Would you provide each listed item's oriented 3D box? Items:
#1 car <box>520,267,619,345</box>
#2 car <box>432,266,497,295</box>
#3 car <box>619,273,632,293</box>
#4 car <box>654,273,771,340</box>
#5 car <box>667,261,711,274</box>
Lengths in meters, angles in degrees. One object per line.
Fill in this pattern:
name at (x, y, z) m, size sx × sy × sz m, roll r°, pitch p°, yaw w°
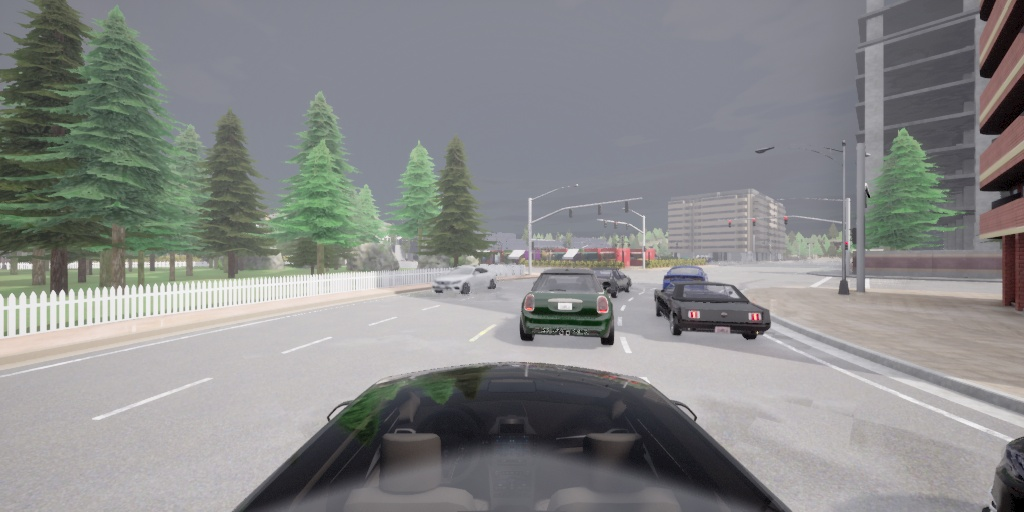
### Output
car at (1.598, 1.102, 9.792) m, size 2.097 × 1.767 × 4.553 m, roll 0°, pitch 0°, yaw 12°
car at (-2.478, 1.275, 19.956) m, size 1.812 × 1.442 × 4.674 m, roll 0°, pitch 0°, yaw 25°
car at (4.827, 1.297, 18.552) m, size 2.033 × 1.411 × 5.357 m, roll 0°, pitch 0°, yaw 29°
car at (5.227, 1.351, 10.092) m, size 1.895 × 1.301 × 4.718 m, roll 0°, pitch 0°, yaw 14°
car at (9.082, 1.228, 18.605) m, size 1.882 × 1.535 × 5.008 m, roll 0°, pitch 0°, yaw 30°
